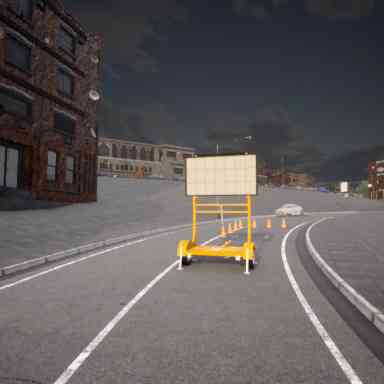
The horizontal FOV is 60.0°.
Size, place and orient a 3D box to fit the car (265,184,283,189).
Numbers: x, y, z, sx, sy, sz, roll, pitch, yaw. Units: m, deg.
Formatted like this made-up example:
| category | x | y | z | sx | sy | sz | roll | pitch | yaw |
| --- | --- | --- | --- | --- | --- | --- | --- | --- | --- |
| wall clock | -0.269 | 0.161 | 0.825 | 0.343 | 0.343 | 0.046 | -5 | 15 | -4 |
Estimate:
| category | x | y | z | sx | sy | sz | roll | pitch | yaw |
| --- | --- | --- | --- | --- | --- | --- | --- | --- | --- |
| car | 17.083 | -1.031 | 73.611 | 4.792 | 1.488 | 2.163 | 3 | -6 | -37 |

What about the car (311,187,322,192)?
| category | x | y | z | sx | sy | sz | roll | pitch | yaw |
| --- | --- | --- | --- | --- | --- | --- | --- | --- | --- |
| car | 29.964 | -0.341 | 84.020 | 4.553 | 1.767 | 2.185 | 4 | -6 | -40 |

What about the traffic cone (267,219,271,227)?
| category | x | y | z | sx | sy | sz | roll | pitch | yaw |
| --- | --- | --- | --- | --- | --- | --- | --- | --- | --- |
| traffic cone | 5.374 | 2.167 | 23.223 | 0.340 | 0.580 | 0.340 | -2 | -1 | 17 |

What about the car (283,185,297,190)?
| category | x | y | z | sx | sy | sz | roll | pitch | yaw |
| --- | --- | --- | --- | --- | --- | --- | --- | --- | --- |
| car | 21.448 | -0.754 | 76.978 | 4.674 | 1.452 | 2.002 | 3 | -6 | -38 |

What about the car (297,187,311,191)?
| category | x | y | z | sx | sy | sz | roll | pitch | yaw |
| --- | --- | --- | --- | --- | --- | --- | --- | --- | --- |
| car | 25.663 | -0.522 | 80.380 | 4.892 | 1.521 | 2.231 | 4 | -6 | -39 |

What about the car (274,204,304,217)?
| category | x | y | z | sx | sy | sz | roll | pitch | yaw |
| --- | --- | --- | --- | --- | --- | --- | --- | --- | --- |
| car | 11.244 | 2.130 | 38.422 | 1.812 | 1.442 | 4.674 | -4 | -4 | 41 |

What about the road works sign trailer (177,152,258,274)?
| category | x | y | z | sx | sy | sz | roll | pitch | yaw |
| --- | --- | --- | --- | --- | --- | --- | --- | --- | --- |
| road works sign trailer | 1.002 | 0.529 | 10.974 | 2.380 | 3.560 | 2.880 | -1 | -1 | 18 |

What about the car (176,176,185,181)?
| category | x | y | z | sx | sy | sz | roll | pitch | yaw |
| --- | --- | --- | --- | --- | --- | --- | --- | --- | --- |
| car | -1.279 | -2.058 | 60.924 | 4.892 | 1.521 | 2.231 | 3 | -5 | -32 |

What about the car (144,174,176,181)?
| category | x | y | z | sx | sy | sz | roll | pitch | yaw |
| --- | --- | --- | --- | --- | --- | --- | --- | --- | --- |
| car | -5.972 | -2.264 | 58.025 | 4.892 | 1.521 | 2.231 | 2 | -5 | -32 |

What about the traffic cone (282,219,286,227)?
| category | x | y | z | sx | sy | sz | roll | pitch | yaw |
| --- | --- | --- | --- | --- | --- | --- | --- | --- | --- |
| traffic cone | 6.326 | 2.137 | 22.928 | 0.340 | 0.580 | 0.340 | -2 | -1 | 17 |

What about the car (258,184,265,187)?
| category | x | y | z | sx | sy | sz | roll | pitch | yaw |
| --- | --- | --- | --- | --- | --- | --- | --- | --- | --- |
| car | 12.487 | -1.455 | 70.215 | 4.553 | 1.767 | 2.185 | 3 | -6 | -35 |

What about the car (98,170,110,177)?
| category | x | y | z | sx | sy | sz | roll | pitch | yaw |
| --- | --- | --- | --- | --- | --- | --- | --- | --- | --- |
| car | -15.284 | -2.773 | 52.301 | 4.553 | 1.767 | 2.185 | 2 | -5 | -32 |

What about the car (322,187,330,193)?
| category | x | y | z | sx | sy | sz | roll | pitch | yaw |
| --- | --- | --- | --- | --- | --- | --- | --- | --- | --- |
| car | 34.179 | -0.132 | 87.718 | 5.566 | 2.045 | 2.435 | 5 | -6 | -41 |
